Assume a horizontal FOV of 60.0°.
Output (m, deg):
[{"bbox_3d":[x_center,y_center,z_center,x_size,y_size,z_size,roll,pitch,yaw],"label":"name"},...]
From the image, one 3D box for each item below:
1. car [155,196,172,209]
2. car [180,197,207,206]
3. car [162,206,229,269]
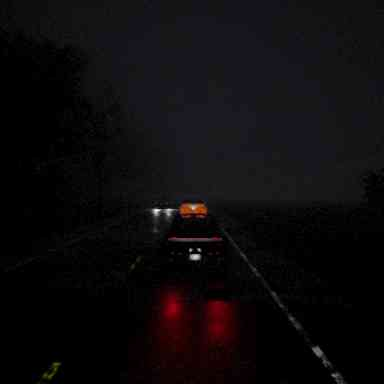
[{"bbox_3d":[-3.559,1.265,41.821,1.837,1.490,4.892,0,0,0],"label":"car"},{"bbox_3d":[0.102,1.200,26.755,2.097,1.767,4.553,0,0,0],"label":"car"},{"bbox_3d":[0.092,1.430,10.904,2.128,1.511,4.902,0,0,0],"label":"car"}]
